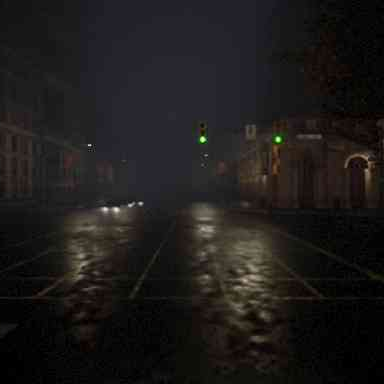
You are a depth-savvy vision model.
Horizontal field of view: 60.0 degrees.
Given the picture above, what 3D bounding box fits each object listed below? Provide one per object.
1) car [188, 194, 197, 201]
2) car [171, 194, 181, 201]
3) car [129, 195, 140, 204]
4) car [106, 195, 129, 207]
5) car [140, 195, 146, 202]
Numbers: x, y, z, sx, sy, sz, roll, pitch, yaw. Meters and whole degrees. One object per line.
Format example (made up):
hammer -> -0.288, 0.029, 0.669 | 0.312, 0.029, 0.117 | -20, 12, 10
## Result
car -> 0.204, 1.123, 70.256 | 2.128, 1.511, 4.902 | 0, 0, 1
car -> -3.296, 1.122, 70.292 | 2.128, 1.511, 4.902 | 0, 0, 1
car -> -10.507, 1.219, 55.390 | 1.882, 1.535, 5.008 | 0, 0, 1
car -> -10.574, 1.385, 46.307 | 1.895, 1.301, 4.718 | 0, 0, 0
car -> -10.346, 1.295, 65.672 | 1.895, 1.301, 4.718 | 0, 0, 1
